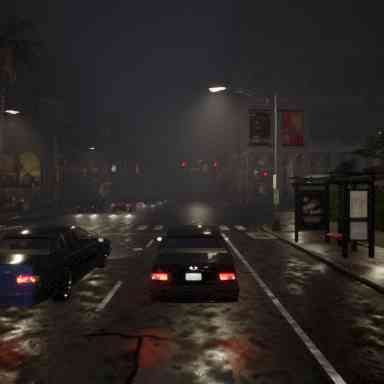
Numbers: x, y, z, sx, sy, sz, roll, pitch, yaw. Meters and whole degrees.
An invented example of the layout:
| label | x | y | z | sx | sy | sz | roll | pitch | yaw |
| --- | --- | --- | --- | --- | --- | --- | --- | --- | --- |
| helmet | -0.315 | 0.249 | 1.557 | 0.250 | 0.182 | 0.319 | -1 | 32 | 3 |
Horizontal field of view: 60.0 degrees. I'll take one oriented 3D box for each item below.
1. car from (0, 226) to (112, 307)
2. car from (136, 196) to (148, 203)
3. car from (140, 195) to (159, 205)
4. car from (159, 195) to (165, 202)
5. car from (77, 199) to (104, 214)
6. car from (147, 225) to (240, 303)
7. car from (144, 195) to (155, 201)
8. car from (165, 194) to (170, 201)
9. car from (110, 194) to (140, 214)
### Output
| label | x | y | z | sx | sy | sz | roll | pitch | yaw |
| --- | --- | --- | --- | --- | --- | --- | --- | --- | --- |
| car | -3.475 | 1.547 | 8.215 | 2.033 | 1.411 | 5.357 | 0 | 0 | 0 |
| car | -11.033 | 1.595 | 73.349 | 1.895 | 1.301 | 4.718 | 0 | 0 | 0 |
| car | -7.496 | 1.505 | 58.571 | 1.837 | 1.490 | 4.892 | 0 | 0 | 0 |
| car | -7.529 | 1.500 | 72.782 | 1.837 | 1.490 | 4.892 | 0 | 0 | 0 |
| car | -10.850 | 1.525 | 35.951 | 1.812 | 1.442 | 4.674 | 0 | 0 | 0 |
| car | 0.025 | 1.547 | 8.400 | 2.033 | 1.411 | 5.357 | 0 | 0 | 0 |
| car | -10.967 | 1.540 | 85.879 | 2.033 | 1.411 | 5.357 | 0 | 0 | 3 |
| car | -7.441 | 1.524 | 86.058 | 1.812 | 1.442 | 4.674 | 0 | 0 | 3 |
| car | -7.349 | 1.352 | 35.941 | 2.097 | 1.767 | 4.553 | 0 | 0 | 0 |
